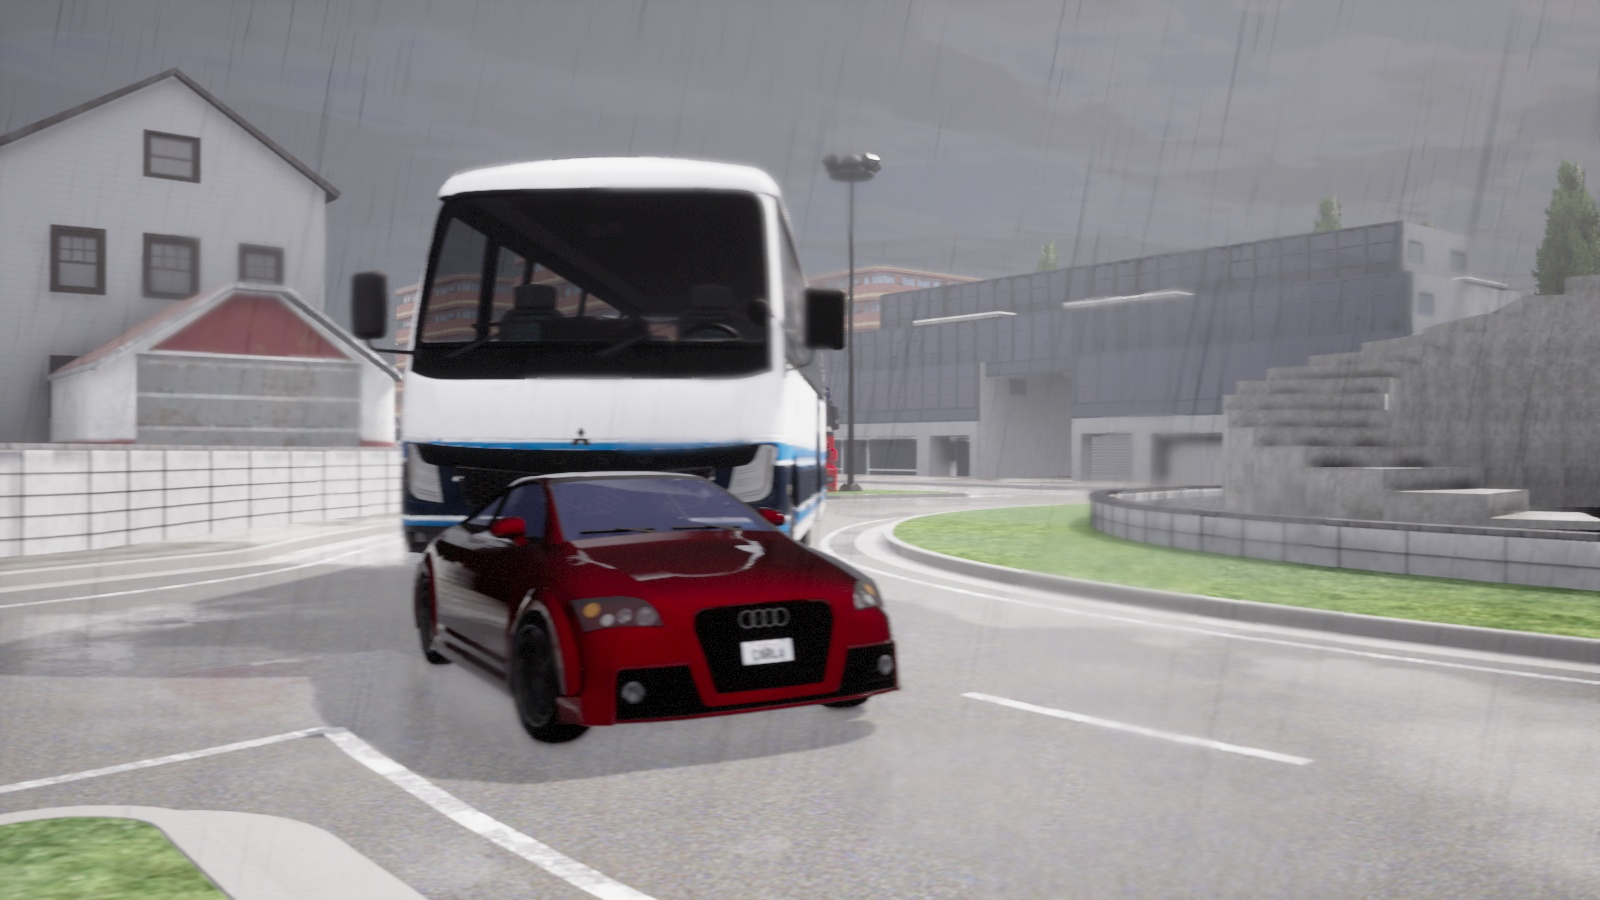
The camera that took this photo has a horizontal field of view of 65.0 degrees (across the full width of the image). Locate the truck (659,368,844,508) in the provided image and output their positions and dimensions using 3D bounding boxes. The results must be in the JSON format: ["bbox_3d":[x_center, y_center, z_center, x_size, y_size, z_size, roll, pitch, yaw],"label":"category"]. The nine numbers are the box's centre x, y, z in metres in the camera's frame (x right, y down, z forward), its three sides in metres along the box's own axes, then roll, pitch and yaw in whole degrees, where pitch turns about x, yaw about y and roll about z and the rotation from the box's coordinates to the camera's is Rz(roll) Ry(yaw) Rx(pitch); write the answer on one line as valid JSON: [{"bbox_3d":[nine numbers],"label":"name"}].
[{"bbox_3d":[-1.740,-0.317,38.712,2.891,3.827,8.468,0,0,-23],"label":"truck"}]

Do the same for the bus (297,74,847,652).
[{"bbox_3d":[-1.527,-0.606,14.482,3.944,4.253,10.273,0,0,3],"label":"bus"}]

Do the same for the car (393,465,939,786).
[{"bbox_3d":[-1.151,0.834,8.058,1.994,1.385,4.181,-1,0,-29],"label":"car"}]
